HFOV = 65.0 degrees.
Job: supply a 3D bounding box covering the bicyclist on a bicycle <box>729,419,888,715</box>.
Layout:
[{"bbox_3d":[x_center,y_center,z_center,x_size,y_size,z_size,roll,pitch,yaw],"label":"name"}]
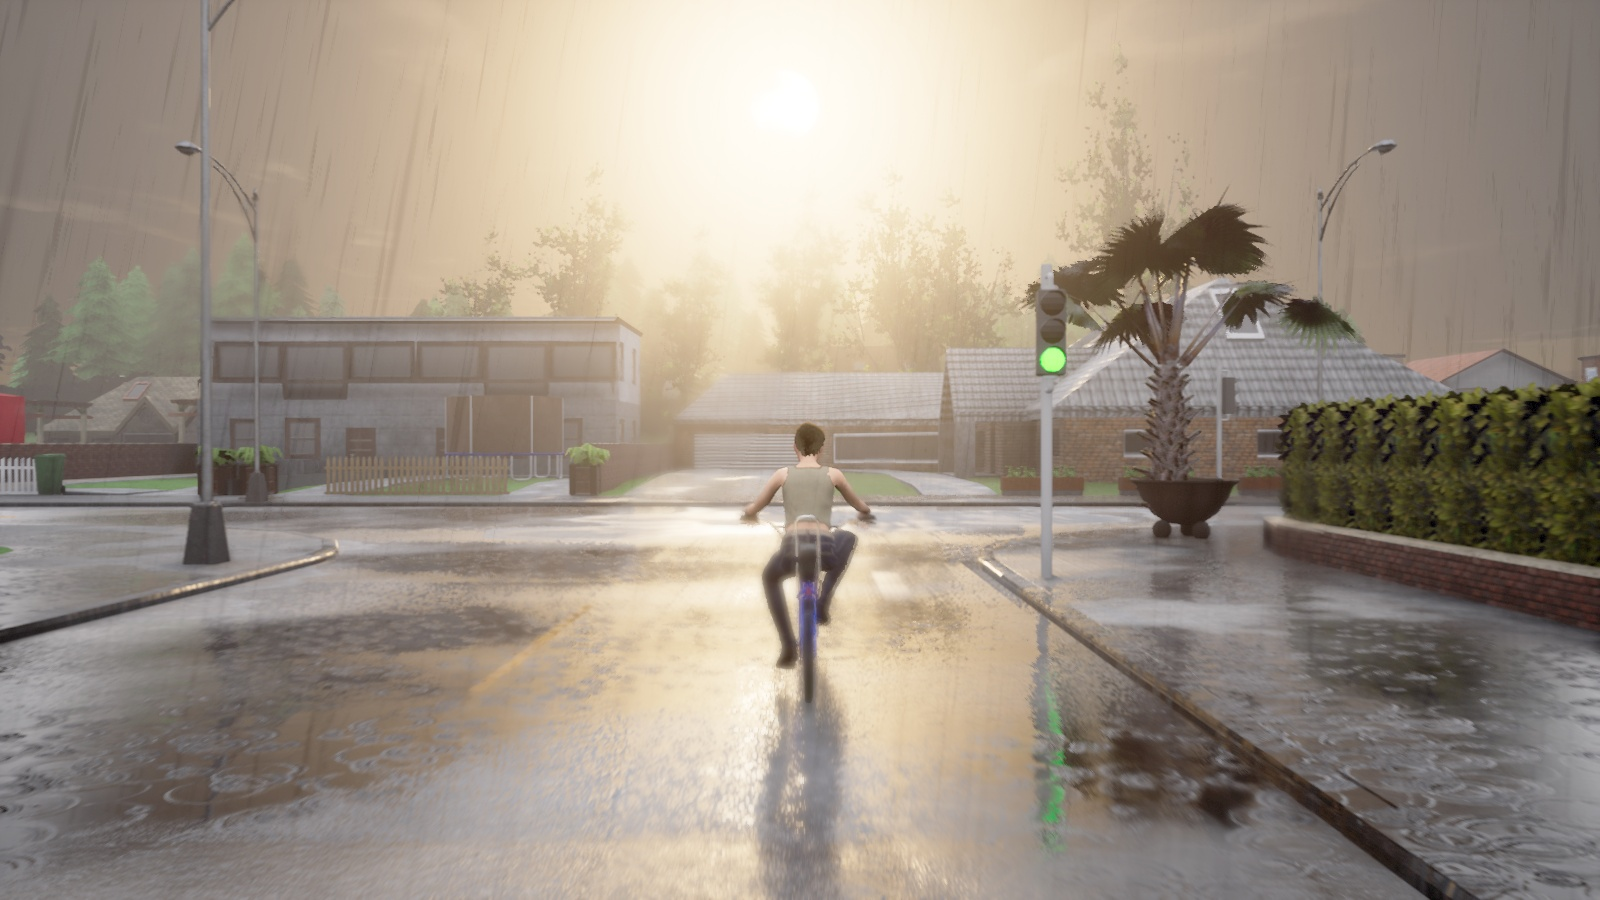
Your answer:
[{"bbox_3d":[0.052,0.641,7.600,0.866,1.612,1.509,0,0,0],"label":"bicyclist on a bicycle"}]
